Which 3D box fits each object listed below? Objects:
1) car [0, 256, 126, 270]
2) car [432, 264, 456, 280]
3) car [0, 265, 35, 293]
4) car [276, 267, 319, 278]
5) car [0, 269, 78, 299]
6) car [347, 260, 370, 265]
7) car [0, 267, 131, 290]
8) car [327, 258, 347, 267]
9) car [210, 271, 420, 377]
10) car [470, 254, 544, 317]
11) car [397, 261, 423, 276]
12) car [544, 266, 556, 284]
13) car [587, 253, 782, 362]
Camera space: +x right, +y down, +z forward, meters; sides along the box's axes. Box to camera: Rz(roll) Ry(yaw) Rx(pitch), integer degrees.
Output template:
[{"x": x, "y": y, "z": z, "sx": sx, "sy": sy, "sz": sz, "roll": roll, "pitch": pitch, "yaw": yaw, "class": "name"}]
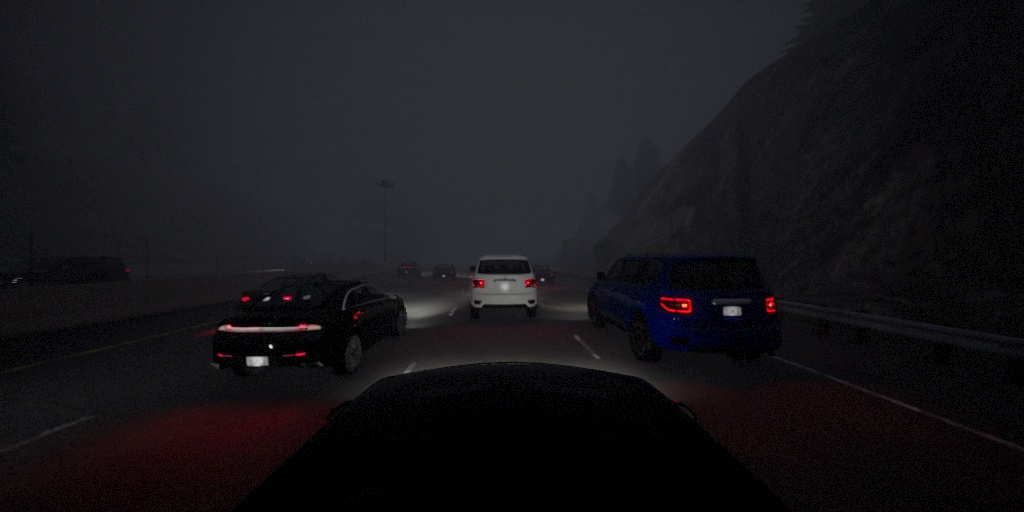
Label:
[{"x": -21.974, "y": 1.005, "z": 17.436, "sx": 2.150, "sy": 2.045, "sz": 5.566, "roll": 0, "pitch": 0, "yaw": -6, "class": "car"}, {"x": -5.825, "y": 1.339, "z": 31.255, "sx": 1.895, "sy": 1.301, "sz": 4.718, "roll": 0, "pitch": 0, "yaw": -8, "class": "car"}, {"x": -29.145, "y": 1.288, "z": 18.758, "sx": 2.128, "sy": 1.511, "sz": 4.902, "roll": 0, "pitch": 0, "yaw": -6, "class": "car"}, {"x": -7.353, "y": 1.303, "z": 12.995, "sx": 2.033, "sy": 1.411, "sz": 5.357, "roll": 0, "pitch": 0, "yaw": -4, "class": "car"}, {"x": -25.542, "y": 1.390, "z": 18.062, "sx": 1.895, "sy": 1.301, "sz": 4.718, "roll": 0, "pitch": 0, "yaw": -6, "class": "car"}, {"x": -23.428, "y": 1.302, "z": 55.854, "sx": 2.033, "sy": 1.411, "sz": 5.357, "roll": 0, "pitch": 0, "yaw": -7, "class": "car"}, {"x": -18.246, "y": 1.341, "z": 14.800, "sx": 1.994, "sy": 1.385, "sz": 4.181, "roll": 0, "pitch": 0, "yaw": -5, "class": "car"}, {"x": -27.086, "y": 1.287, "z": 56.783, "sx": 1.812, "sy": 1.442, "sz": 4.674, "roll": 0, "pitch": 0, "yaw": -7, "class": "car"}, {"x": -3.606, "y": 1.244, "z": 7.402, "sx": 2.128, "sy": 1.511, "sz": 4.902, "roll": 0, "pitch": 0, "yaw": -2, "class": "car"}, {"x": -0.376, "y": 0.963, "z": 13.242, "sx": 2.150, "sy": 2.045, "sz": 5.566, "roll": 0, "pitch": 0, "yaw": -4, "class": "car"}, {"x": -9.814, "y": 1.235, "z": 34.628, "sx": 2.128, "sy": 1.511, "sz": 4.902, "roll": 0, "pitch": 0, "yaw": -8, "class": "car"}, {"x": 1.819, "y": 1.327, "z": 26.661, "sx": 1.895, "sy": 1.301, "sz": 4.718, "roll": 0, "pitch": 0, "yaw": -7, "class": "car"}, {"x": 3.385, "y": 0.959, "z": 8.339, "sx": 2.150, "sy": 2.045, "sz": 5.566, "roll": 0, "pitch": 0, "yaw": -2, "class": "car"}]
